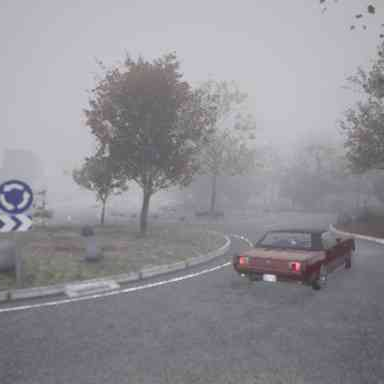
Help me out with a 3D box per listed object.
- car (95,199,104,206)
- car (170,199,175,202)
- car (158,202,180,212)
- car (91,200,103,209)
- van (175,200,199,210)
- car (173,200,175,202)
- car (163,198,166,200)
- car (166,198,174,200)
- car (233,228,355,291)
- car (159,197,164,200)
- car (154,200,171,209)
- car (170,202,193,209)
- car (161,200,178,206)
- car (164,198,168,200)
[{"bbox_3d":[-25.039,2.856,90.470,2.097,1.767,4.553,0,0,-13],"label":"car"},{"bbox_3d":[-2.017,2.957,74.138,5.366,1.575,1.946,0,0,-13],"label":"car"},{"bbox_3d":[-4.273,3.029,61.709,1.895,1.301,4.718,0,-1,-22],"label":"car"},{"bbox_3d":[-20.413,2.875,70.759,1.812,1.442,4.674,0,-1,-13],"label":"car"},{"bbox_3d":[-0.675,2.735,68.752,4.442,1.987,1.878,0,0,-13],"label":"van"},{"bbox_3d":[-1.169,2.990,71.485,4.792,1.488,2.163,0,0,-13],"label":"car"},{"bbox_3d":[-4.357,2.835,84.991,4.553,1.767,2.185,0,0,-13],"label":"car"},{"bbox_3d":[-3.117,2.961,79.580,4.892,1.521,2.231,0,0,-13],"label":"car"},{"bbox_3d":[3.082,1.653,9.238,1.895,1.301,4.718,-3,-2,37],"label":"car"},{"bbox_3d":[-5.668,2.963,90.385,5.008,1.535,2.097,0,0,-13],"label":"car"},{"bbox_3d":[-6.298,2.997,70.949,1.812,1.442,4.674,0,0,-13],"label":"car"},{"bbox_3d":[-2.446,2.989,76.888,4.792,1.488,2.163,0,0,-13],"label":"car"},{"bbox_3d":[-6.305,3.004,93.089,4.674,1.452,2.002,0,0,-13],"label":"car"},{"bbox_3d":[-3.744,2.960,82.284,5.008,1.535,2.097,0,0,-13],"label":"car"}]
